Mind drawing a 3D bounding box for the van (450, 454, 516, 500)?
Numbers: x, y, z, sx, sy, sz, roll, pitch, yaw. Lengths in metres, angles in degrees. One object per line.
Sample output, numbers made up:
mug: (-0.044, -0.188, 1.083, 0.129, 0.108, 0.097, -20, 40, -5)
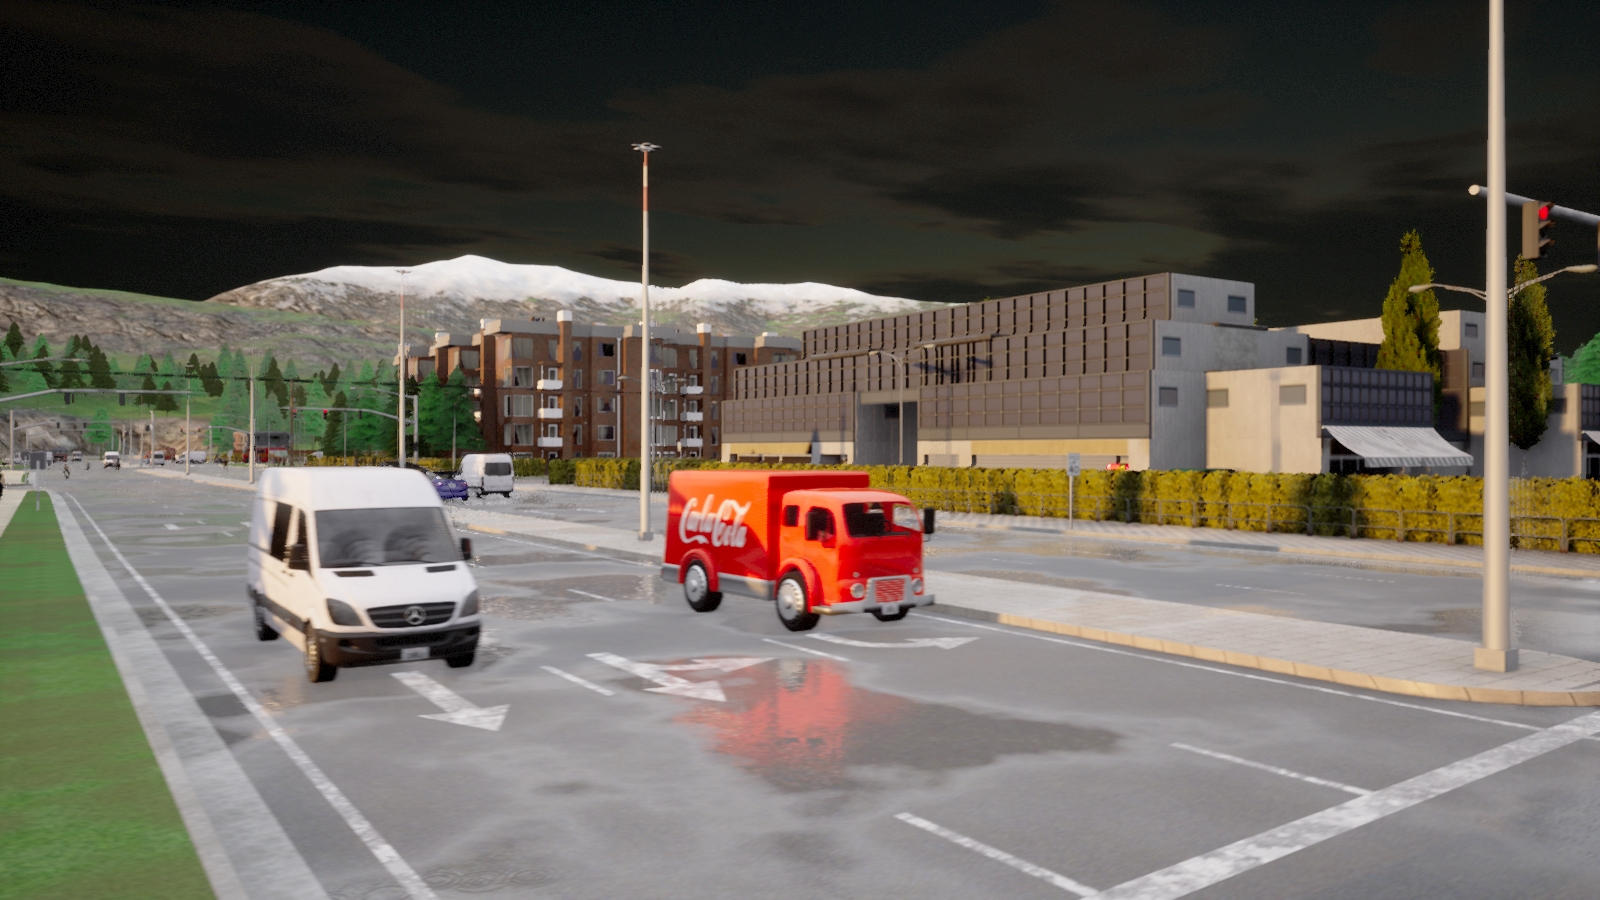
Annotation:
van: (-18.941, 1.550, 68.053, 1.988, 2.561, 5.915, 0, 0, -34)

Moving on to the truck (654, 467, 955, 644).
truck: (-0.107, 1.572, 19.426, 2.627, 2.467, 5.204, 0, 0, -35)

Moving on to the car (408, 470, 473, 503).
car: (-19.966, 1.982, 63.311, 2.242, 1.667, 4.611, 0, 0, -34)

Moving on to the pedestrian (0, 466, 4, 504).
pedestrian: (-39.384, 1.712, 56.165, 0.375, 1.860, 0.375, 0, 0, -33)

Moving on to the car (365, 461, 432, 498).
car: (-24.860, 1.771, 70.624, 2.390, 2.098, 6.274, 0, 0, -34)

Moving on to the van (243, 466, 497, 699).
van: (-6.214, 1.538, 15.958, 1.988, 2.561, 5.915, 0, 0, -34)
